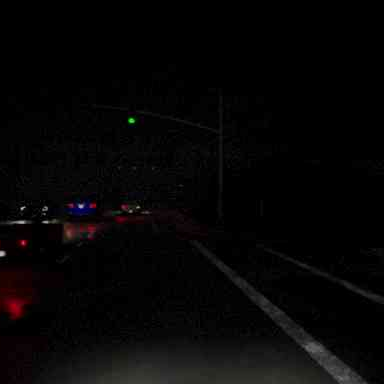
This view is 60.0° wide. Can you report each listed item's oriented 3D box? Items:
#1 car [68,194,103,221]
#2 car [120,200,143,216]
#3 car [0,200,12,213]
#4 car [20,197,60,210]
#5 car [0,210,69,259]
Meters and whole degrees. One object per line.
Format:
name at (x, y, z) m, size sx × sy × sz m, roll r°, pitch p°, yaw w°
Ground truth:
car at (-8.530, 1.156, 26.939) m, size 2.150 × 2.045 × 5.566 m, roll 1°, pitch 0°, yaw -9°
car at (-5.787, 1.491, 31.813) m, size 1.812 × 1.442 × 4.674 m, roll 1°, pitch 0°, yaw -9°
car at (-15.553, 1.339, 25.467) m, size 1.882 × 1.535 × 5.008 m, roll 1°, pitch 0°, yaw -9°
car at (-12.266, 1.247, 27.076) m, size 2.097 × 1.767 × 4.553 m, roll 1°, pitch 0°, yaw -9°
car at (-6.058, 1.548, 12.111) m, size 1.895 × 1.301 × 4.718 m, roll 1°, pitch 0°, yaw -9°
